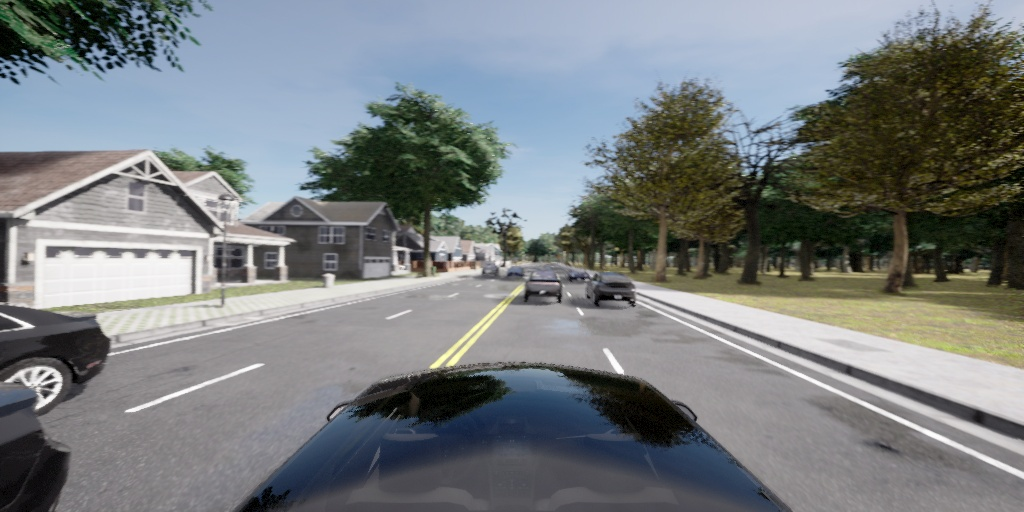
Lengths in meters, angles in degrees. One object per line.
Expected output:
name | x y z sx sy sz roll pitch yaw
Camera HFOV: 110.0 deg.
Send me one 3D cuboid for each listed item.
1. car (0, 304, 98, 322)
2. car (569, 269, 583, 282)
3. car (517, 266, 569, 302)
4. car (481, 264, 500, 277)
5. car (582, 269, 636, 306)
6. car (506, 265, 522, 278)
car | -6.643 1.139 2.912 1.837 1.490 4.892 1 -1 6
car | 6.599 1.923 36.263 1.895 1.301 4.718 1 -1 6
car | 1.632 1.494 18.751 2.128 1.511 4.902 1 -1 5
car | -2.596 1.735 44.407 2.128 1.511 4.902 1 -1 6
car | 4.809 1.557 17.839 1.837 1.490 4.892 1 -1 6
car | 0.478 1.827 42.484 2.033 1.411 5.357 1 -1 6
